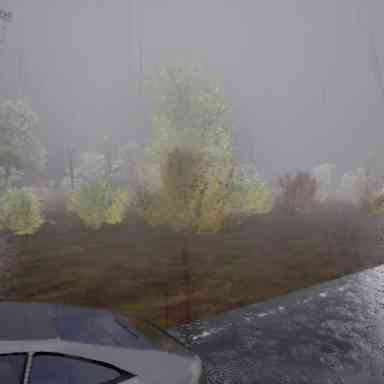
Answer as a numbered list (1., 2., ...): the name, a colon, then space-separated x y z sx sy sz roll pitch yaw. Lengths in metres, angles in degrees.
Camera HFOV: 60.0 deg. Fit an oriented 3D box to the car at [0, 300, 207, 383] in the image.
1. car: -1.862 1.570 2.111 4.181 1.385 1.994 0 0 -36
